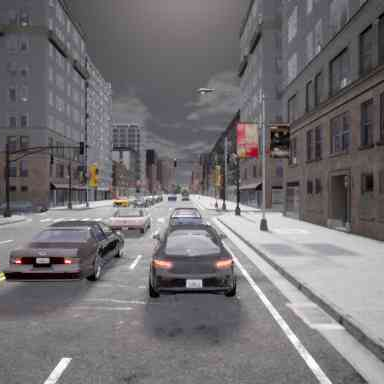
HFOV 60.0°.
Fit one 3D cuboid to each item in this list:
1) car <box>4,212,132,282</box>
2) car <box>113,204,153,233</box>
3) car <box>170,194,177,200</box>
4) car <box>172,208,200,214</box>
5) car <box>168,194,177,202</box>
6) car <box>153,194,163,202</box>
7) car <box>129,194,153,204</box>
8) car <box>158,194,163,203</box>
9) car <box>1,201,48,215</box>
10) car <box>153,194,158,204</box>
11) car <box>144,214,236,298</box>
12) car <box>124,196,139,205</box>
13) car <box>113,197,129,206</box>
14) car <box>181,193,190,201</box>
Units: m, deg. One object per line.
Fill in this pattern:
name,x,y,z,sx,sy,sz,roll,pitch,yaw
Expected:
car,-3.313,1.548,9.783,2.033,1.411,5.357,0,0,-1
car,-3.510,1.605,19.448,1.895,1.301,4.718,0,0,-1
car,-5.043,1.388,90.719,1.837,1.490,4.892,0,0,-1
car,-0.331,1.551,18.031,2.033,1.411,5.357,0,0,-1
car,-4.833,1.494,80.301,1.882,1.535,5.008,0,0,-1
car,-8.068,1.362,79.492,2.097,1.767,4.553,0,0,-1
car,-7.568,1.508,50.038,2.128,1.511,4.902,0,0,-1
car,-7.863,1.546,69.261,2.128,1.511,4.902,0,0,-1
car,-16.883,1.556,33.544,4.181,1.385,1.994,0,0,-1
car,-7.738,1.511,59.391,2.128,1.511,4.902,0,0,-1
car,-0.037,1.527,8.444,1.812,1.442,4.674,0,0,-2
car,-11.001,1.545,60.733,1.812,1.442,4.674,0,0,-1
car,-10.851,1.495,51.511,1.882,1.535,5.008,0,0,-1
car,-1.592,1.612,80.813,1.895,1.301,4.718,0,0,-1
